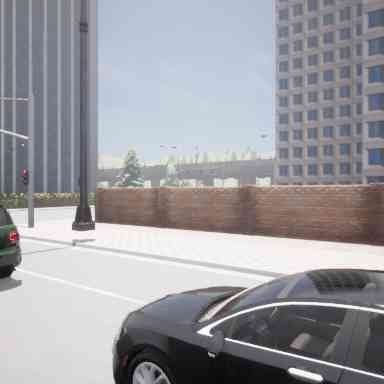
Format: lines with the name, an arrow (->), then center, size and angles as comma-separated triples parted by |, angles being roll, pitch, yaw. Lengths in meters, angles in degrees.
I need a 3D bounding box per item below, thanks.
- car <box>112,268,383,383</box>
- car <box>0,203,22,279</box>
car -> 1.343, 1.505, 3.035 | 4.892, 1.490, 1.837 | 0, 0, 36
car -> -6.735, 1.221, 8.778 | 5.566, 2.045, 2.150 | 0, 0, 35
